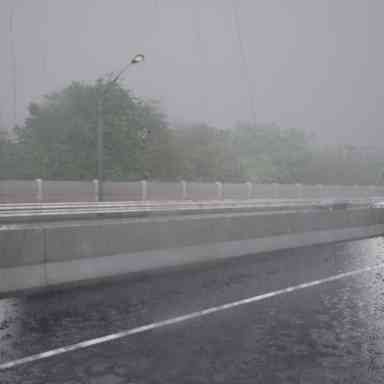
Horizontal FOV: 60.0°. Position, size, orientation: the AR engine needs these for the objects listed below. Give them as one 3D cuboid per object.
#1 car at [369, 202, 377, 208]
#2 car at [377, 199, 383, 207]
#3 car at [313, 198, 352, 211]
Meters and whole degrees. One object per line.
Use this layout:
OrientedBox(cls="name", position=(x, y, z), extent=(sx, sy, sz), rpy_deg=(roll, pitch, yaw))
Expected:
OrientedBox(cls="car", position=(20.660, 1.442, 35.169), extent=(4.674, 1.442, 1.812), rpy_deg=(0, 0, -34))
OrientedBox(cls="car", position=(18.996, 1.449, 29.851), extent=(4.674, 1.442, 1.812), rpy_deg=(0, 0, -34))
OrientedBox(cls="car", position=(15.094, 1.392, 35.663), extent=(5.008, 1.535, 1.882), rpy_deg=(0, 0, -34))
